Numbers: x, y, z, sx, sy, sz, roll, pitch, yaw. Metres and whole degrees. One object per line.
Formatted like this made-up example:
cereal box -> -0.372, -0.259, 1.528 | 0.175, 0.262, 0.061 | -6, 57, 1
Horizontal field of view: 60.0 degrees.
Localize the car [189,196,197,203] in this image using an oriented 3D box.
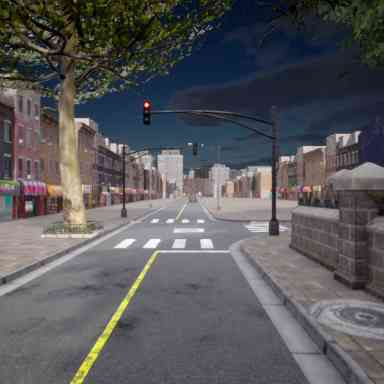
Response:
car -> 0.224, 1.665, 73.596 | 2.128, 1.511, 4.902 | 0, 0, 0
